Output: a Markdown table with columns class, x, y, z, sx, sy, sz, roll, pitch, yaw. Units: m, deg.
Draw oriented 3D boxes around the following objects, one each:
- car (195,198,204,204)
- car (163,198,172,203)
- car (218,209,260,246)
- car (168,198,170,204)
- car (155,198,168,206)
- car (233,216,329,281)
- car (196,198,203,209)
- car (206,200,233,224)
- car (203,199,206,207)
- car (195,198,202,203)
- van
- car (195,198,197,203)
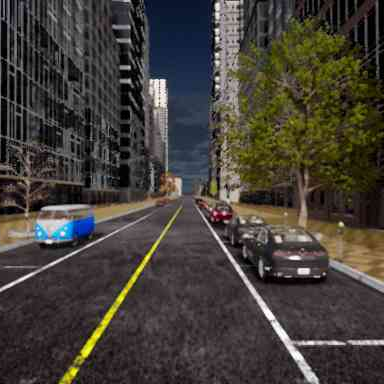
| class | x | y | z | sx | sy | sz | roll | pitch | yaw |
| --- | --- | --- | --- | --- | --- | --- | --- | --- | --- |
| car | 1.878 | 2.282 | 83.991 | 1.947 | 1.339 | 4.313 | 0 | 0 | -1 |
| car | -6.558 | 2.345 | 89.609 | 1.947 | 1.339 | 4.313 | 0 | 0 | -1 |
| car | 2.548 | 1.699 | 15.688 | 2.008 | 1.369 | 4.403 | 0 | -1 | -1 |
| car | -6.390 | 2.232 | 72.533 | 1.802 | 1.307 | 4.206 | 0 | 0 | -1 |
| car | -6.334 | 2.150 | 66.840 | 1.887 | 1.381 | 4.507 | 0 | 0 | -1 |
| car | 2.604 | 1.645 | 9.996 | 2.008 | 1.369 | 4.403 | 0 | -1 | -1 |
| car | 2.158 | 2.040 | 55.532 | 1.887 | 1.381 | 4.507 | 0 | 0 | -1 |
| car | 2.437 | 1.690 | 27.073 | 1.967 | 1.590 | 4.097 | 0 | -1 | -1 |
| car | 2.380 | 1.740 | 32.765 | 1.967 | 1.590 | 4.097 | 0 | 0 | -1 |
| car | 1.767 | 2.367 | 95.375 | 1.947 | 1.339 | 4.313 | 0 | 0 | -1 |
| van | -5.832 | 1.509 | 15.612 | 1.690 | 1.788 | 3.998 | 0 | -1 | -1 |
| car | 1.990 | 2.196 | 72.608 | 1.947 | 1.339 | 4.313 | 0 | 0 | -1 |
